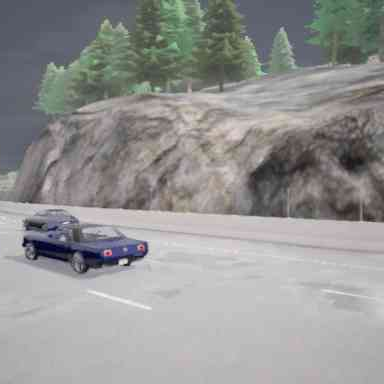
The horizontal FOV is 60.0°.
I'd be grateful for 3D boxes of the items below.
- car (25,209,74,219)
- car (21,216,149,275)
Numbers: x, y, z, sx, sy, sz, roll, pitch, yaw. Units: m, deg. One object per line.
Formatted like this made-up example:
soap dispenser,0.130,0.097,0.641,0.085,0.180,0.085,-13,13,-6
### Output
car,-8.417,1.717,19.813,4.181,1.385,1.994,0,-1,43
car,-3.675,1.694,10.877,4.718,1.301,1.895,0,-1,39
